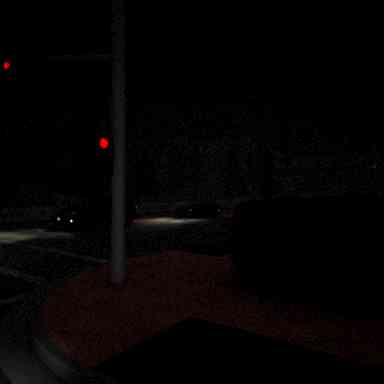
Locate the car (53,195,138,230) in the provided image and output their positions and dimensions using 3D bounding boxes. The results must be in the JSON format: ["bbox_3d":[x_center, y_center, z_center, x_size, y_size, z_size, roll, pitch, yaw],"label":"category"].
[{"bbox_3d":[-5.978,1.209,21.385,2.150,2.045,5.566,0,0,38],"label":"car"}]

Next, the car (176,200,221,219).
[{"bbox_3d":[0.655,1.466,29.740,1.882,1.535,5.008,0,0,39],"label":"car"}]
